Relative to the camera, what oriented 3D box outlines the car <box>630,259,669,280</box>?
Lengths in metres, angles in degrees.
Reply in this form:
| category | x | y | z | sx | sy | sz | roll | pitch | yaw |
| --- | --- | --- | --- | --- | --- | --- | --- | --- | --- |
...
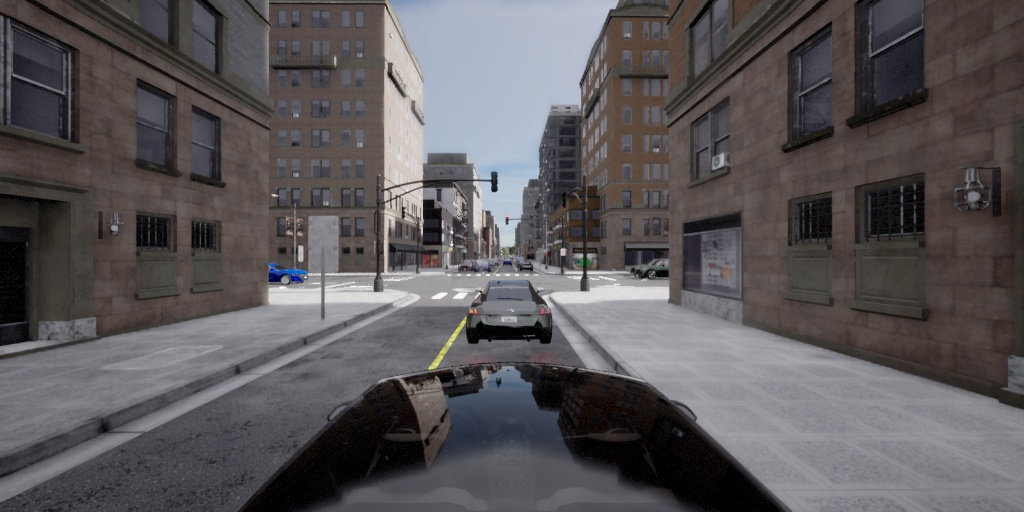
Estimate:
| category | x | y | z | sx | sy | sz | roll | pitch | yaw |
| --- | --- | --- | --- | --- | --- | --- | --- | --- | --- |
| car | 12.730 | 1.048 | 30.053 | 4.553 | 1.767 | 2.097 | 0 | 0 | -1 |

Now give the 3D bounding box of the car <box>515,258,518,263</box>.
| category | x | y | z | sx | sy | sz | roll | pitch | yaw |
| --- | --- | --- | --- | --- | --- | --- | --- | --- | --- |
| car | 1.811 | 1.392 | 59.707 | 1.802 | 1.307 | 4.207 | 0 | 0 | 0 |

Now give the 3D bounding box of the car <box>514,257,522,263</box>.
| category | x | y | z | sx | sy | sz | roll | pitch | yaw |
| --- | --- | --- | --- | --- | --- | --- | --- | --- | --- |
| car | 1.766 | 1.387 | 65.217 | 1.948 | 1.339 | 4.313 | 0 | 0 | 0 |

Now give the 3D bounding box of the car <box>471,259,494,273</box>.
| category | x | y | z | sx | sy | sz | roll | pitch | yaw |
| --- | --- | --- | --- | --- | --- | --- | --- | --- | --- |
| car | -3.574 | 1.310 | 44.668 | 1.812 | 1.442 | 4.674 | 0 | 0 | 1 |

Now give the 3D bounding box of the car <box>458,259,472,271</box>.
| category | x | y | z | sx | sy | sz | roll | pitch | yaw |
| --- | --- | --- | --- | --- | --- | --- | --- | --- | --- |
| car | -6.124 | 1.230 | 48.620 | 1.967 | 1.591 | 4.097 | 0 | 0 | 0 |

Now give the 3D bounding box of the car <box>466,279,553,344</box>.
| category | x | y | z | sx | sy | sz | roll | pitch | yaw |
| --- | --- | --- | --- | --- | --- | --- | --- | --- | --- |
| car | -0.070 | 1.314 | 9.613 | 1.994 | 1.385 | 4.181 | 0 | 0 | 0 |

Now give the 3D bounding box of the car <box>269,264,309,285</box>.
| category | x | y | z | sx | sy | sz | roll | pitch | yaw |
| --- | --- | --- | --- | --- | --- | --- | --- | --- | --- |
| car | -17.583 | 1.288 | 26.197 | 5.008 | 1.535 | 1.882 | 0 | 0 | 1 |

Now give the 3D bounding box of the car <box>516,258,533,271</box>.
| category | x | y | z | sx | sy | sz | roll | pitch | yaw |
| --- | --- | --- | --- | --- | --- | --- | --- | --- | --- |
| car | 1.901 | 1.356 | 48.685 | 1.948 | 1.339 | 4.313 | 0 | 0 | 0 |

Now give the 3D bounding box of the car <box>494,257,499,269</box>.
| category | x | y | z | sx | sy | sz | roll | pitch | yaw |
| --- | --- | --- | --- | --- | --- | --- | --- | --- | --- |
| car | -3.655 | 1.354 | 58.435 | 2.033 | 1.411 | 5.357 | 0 | 0 | 0 |

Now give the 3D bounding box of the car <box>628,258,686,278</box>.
| category | x | y | z | sx | sy | sz | roll | pitch | yaw |
| --- | --- | --- | --- | --- | --- | --- | --- | --- | --- |
| car | 13.378 | 1.052 | 33.313 | 4.553 | 1.767 | 2.097 | 0 | 0 | -1 |
